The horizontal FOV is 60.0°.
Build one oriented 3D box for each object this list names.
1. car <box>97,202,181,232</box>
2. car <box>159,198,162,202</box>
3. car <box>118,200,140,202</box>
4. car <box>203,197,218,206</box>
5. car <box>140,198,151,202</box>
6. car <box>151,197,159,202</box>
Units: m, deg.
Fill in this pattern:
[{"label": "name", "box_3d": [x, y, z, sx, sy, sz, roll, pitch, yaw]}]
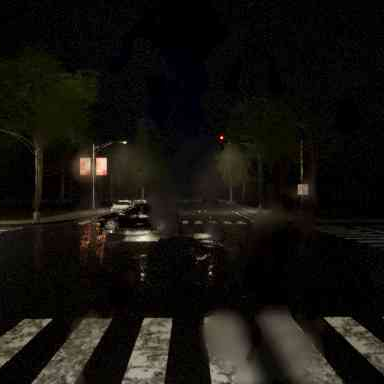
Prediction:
[{"label": "car", "box_3d": [-3.109, 1.512, 19.656, 4.892, 1.490, 1.837, 0, 0, 0]}, {"label": "car", "box_3d": [-6.607, 1.684, 61.160, 2.033, 1.411, 5.357, 0, 0, 0]}, {"label": "car", "box_3d": [-6.616, 1.553, 32.404, 1.812, 1.442, 4.674, 0, 0, 0]}, {"label": "car", "box_3d": [3.303, 1.594, 56.746, 1.882, 1.535, 5.008, 0, 0, 0]}, {"label": "car", "box_3d": [-6.622, 1.650, 41.415, 1.895, 1.301, 4.718, 0, 0, 0]}, {"label": "car", "box_3d": [-6.631, 1.613, 50.507, 1.812, 1.442, 4.674, 0, 0, 0]}]
